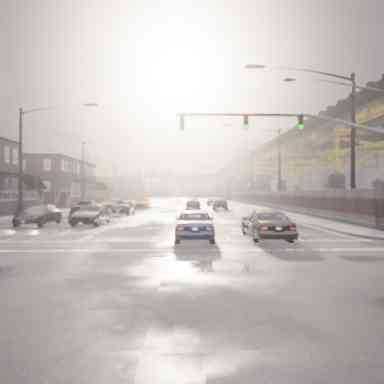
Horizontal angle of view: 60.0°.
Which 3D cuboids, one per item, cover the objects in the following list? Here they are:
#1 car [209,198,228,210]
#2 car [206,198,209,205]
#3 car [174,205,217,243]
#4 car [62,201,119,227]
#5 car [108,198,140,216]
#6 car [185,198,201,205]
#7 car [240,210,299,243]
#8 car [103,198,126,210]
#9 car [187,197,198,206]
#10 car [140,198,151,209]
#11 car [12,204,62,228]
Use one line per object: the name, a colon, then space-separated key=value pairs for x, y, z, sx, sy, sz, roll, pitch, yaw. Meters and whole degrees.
car: x=3.665 y=1.617 z=44.281 sx=1.837 sy=1.490 sz=4.892 roll=0 pitch=0 yaw=0
car: x=3.588 y=1.755 z=60.114 sx=1.895 sy=1.301 sz=4.718 roll=0 pitch=0 yaw=0
car: x=0.124 y=1.588 z=16.200 sx=2.033 sy=1.411 sz=5.357 roll=0 pitch=0 yaw=0
car: x=-7.057 y=1.607 z=23.722 sx=2.033 sy=1.411 sz=5.357 roll=0 pitch=0 yaw=0
car: x=-7.033 y=1.577 z=34.097 sx=2.128 sy=1.511 sz=4.902 roll=0 pitch=0 yaw=0
car: x=0.165 y=1.603 z=44.119 sx=2.128 sy=1.511 sz=4.902 roll=0 pitch=0 yaw=0
car: x=3.625 y=1.589 z=16.376 sx=2.033 sy=1.411 sz=5.357 roll=0 pitch=0 yaw=0
car: x=-10.503 y=1.592 z=45.342 sx=1.882 sy=1.535 sz=5.008 roll=0 pitch=0 yaw=0
car: x=0.088 y=1.700 z=59.825 sx=2.033 sy=1.411 sz=5.357 roll=0 pitch=0 yaw=0
car: x=-6.986 y=1.597 z=46.992 sx=1.882 sy=1.535 sz=5.008 roll=0 pitch=0 yaw=1
car: x=-10.557 y=1.583 z=23.103 sx=1.812 sy=1.442 sz=4.674 roll=0 pitch=0 yaw=0
